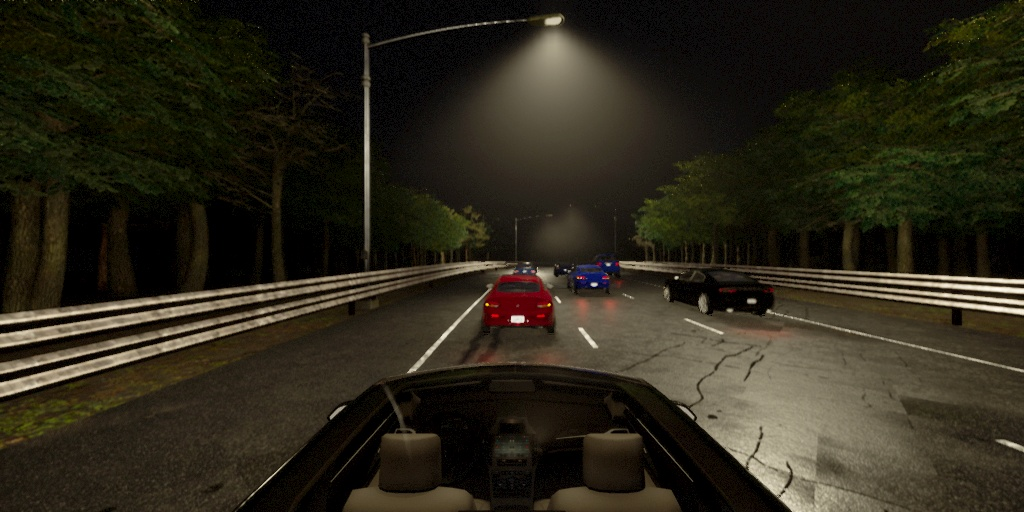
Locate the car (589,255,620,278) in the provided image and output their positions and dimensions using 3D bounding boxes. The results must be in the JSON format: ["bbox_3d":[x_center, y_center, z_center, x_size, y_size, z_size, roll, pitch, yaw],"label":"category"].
[{"bbox_3d":[8.456,0.915,33.077,2.150,2.045,5.566,0,-1,6],"label":"car"}]

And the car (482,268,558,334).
[{"bbox_3d":[0.212,1.245,10.379,1.812,1.442,4.674,0,0,2],"label":"car"}]

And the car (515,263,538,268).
[{"bbox_3d":[1.148,1.235,29.404,2.033,1.411,5.357,0,0,4],"label":"car"}]

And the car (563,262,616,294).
[{"bbox_3d":[4.087,1.213,19.614,1.812,1.442,4.674,0,0,3],"label":"car"}]

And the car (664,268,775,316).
[{"bbox_3d":[7.313,1.184,13.267,1.882,1.535,5.008,0,1,2],"label":"car"}]

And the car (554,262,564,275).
[{"bbox_3d":[5.117,1.274,34.950,1.994,1.385,4.181,0,0,5],"label":"car"}]
